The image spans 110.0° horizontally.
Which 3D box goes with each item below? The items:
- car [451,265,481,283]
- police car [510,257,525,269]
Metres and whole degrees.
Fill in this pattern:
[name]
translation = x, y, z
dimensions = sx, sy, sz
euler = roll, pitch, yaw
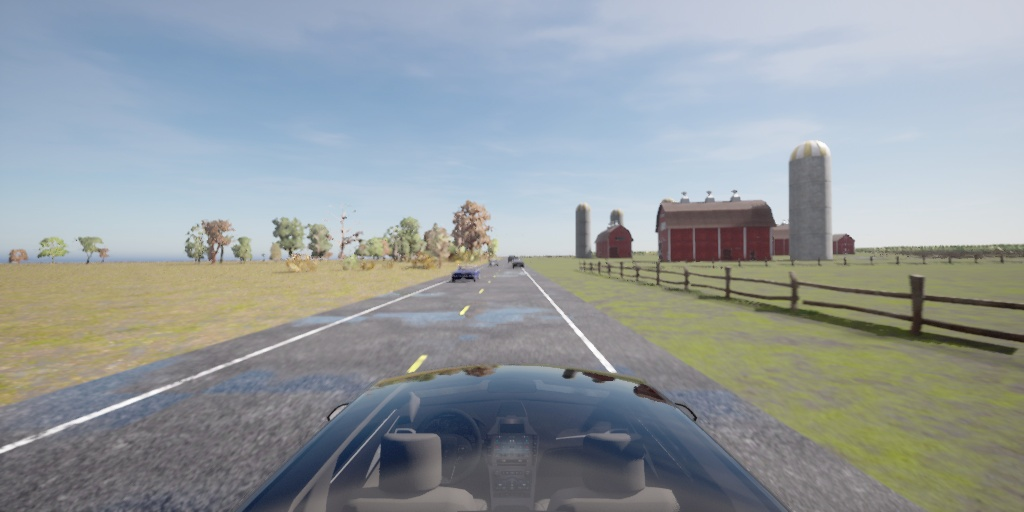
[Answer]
[car]
translation = -3.603, 1.370, 28.545
dimensions = 1.895, 1.301, 4.718
euler = 0, 0, 0
[police car]
translation = 1.035, 1.200, 58.348
dimensions = 1.930, 1.638, 5.238
euler = 0, 0, 0
